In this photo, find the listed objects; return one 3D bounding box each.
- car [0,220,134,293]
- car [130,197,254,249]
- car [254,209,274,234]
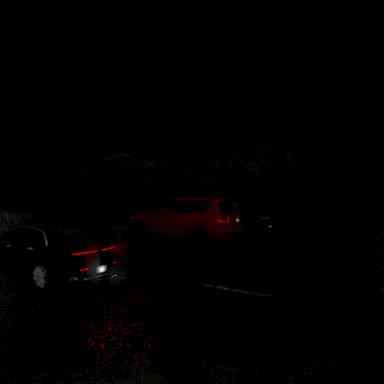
[{"bbox_3d":[-4.089,1.556,9.075,4.892,1.490,1.837,-1,0,34],"label":"car"},{"bbox_3d":[-0.352,1.249,14.996,5.566,2.045,2.150,-1,0,34],"label":"car"},{"bbox_3d":[1.857,1.505,17.729,4.902,1.511,2.128,-1,0,34],"label":"car"}]
